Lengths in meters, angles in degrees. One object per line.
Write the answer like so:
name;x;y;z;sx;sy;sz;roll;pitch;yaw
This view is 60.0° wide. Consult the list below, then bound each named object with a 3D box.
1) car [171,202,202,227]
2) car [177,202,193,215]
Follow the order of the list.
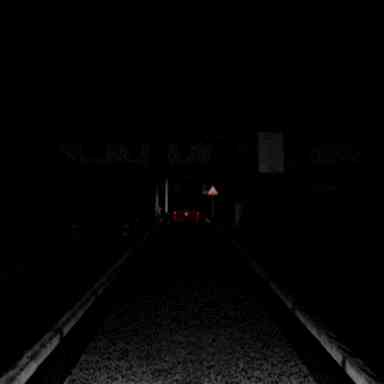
car;-0.436;1.543;24.539;2.097;1.767;4.553;0;-1;-2
car;-0.970;2.208;42.658;1.882;1.535;5.008;0;-4;-2
